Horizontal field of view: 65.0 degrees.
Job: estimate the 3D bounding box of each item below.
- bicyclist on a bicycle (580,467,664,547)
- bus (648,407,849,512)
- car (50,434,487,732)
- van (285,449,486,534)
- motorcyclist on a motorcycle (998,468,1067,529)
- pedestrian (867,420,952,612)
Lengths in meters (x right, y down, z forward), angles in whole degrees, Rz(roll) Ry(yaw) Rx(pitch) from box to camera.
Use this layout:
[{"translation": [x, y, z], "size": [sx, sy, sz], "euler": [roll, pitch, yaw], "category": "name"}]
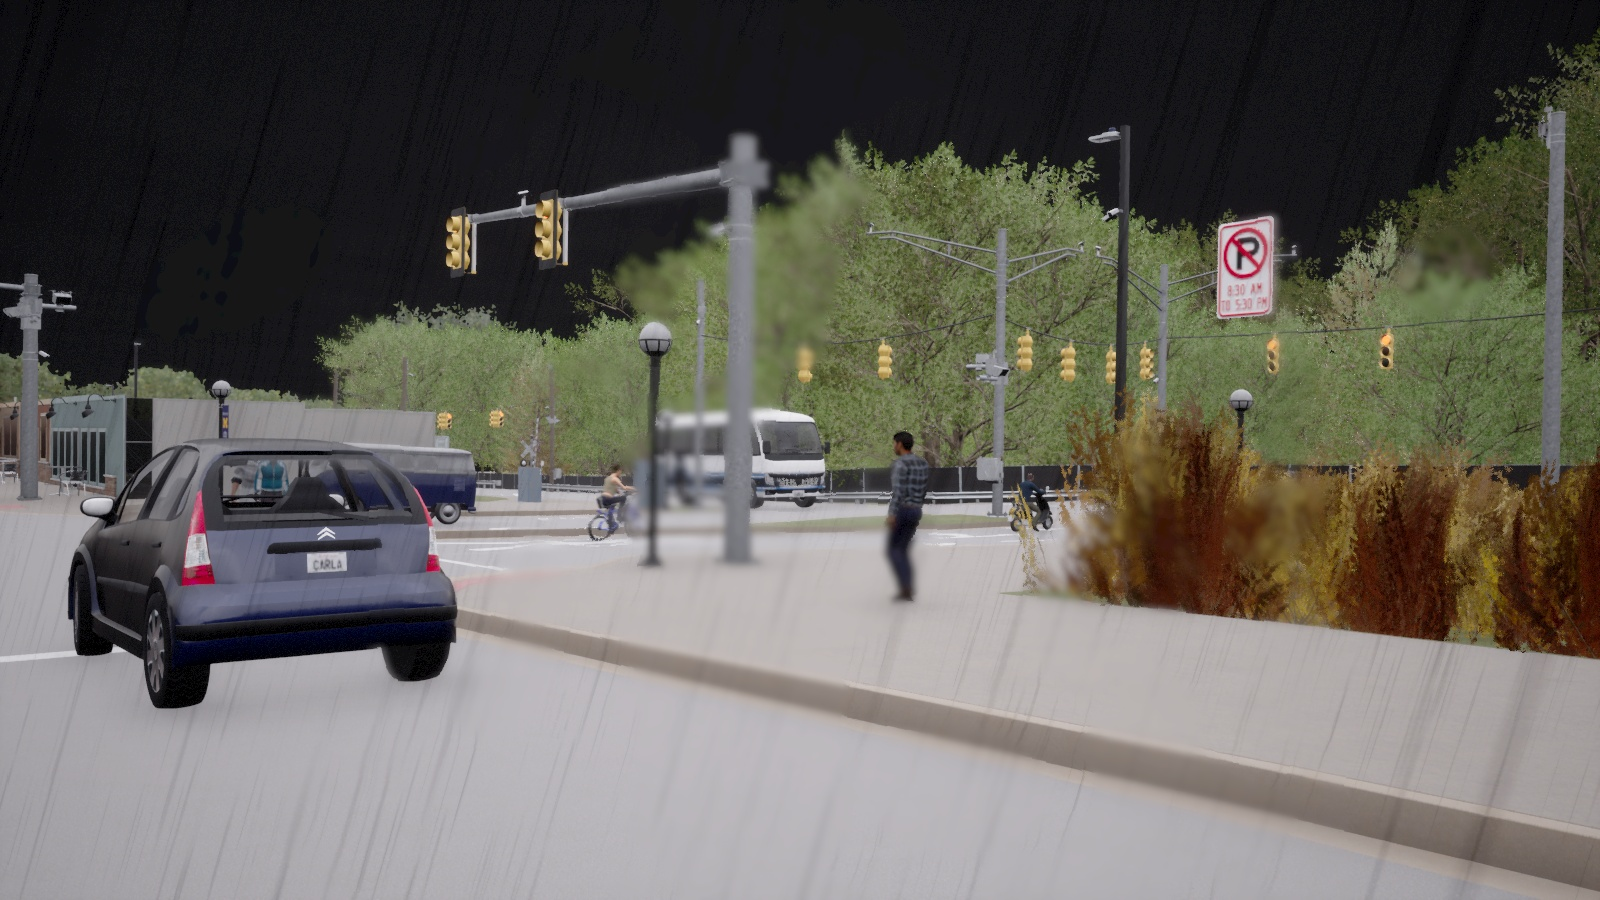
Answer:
[{"translation": [-3.718, 1.172, 26.273], "size": [1.509, 1.612, 0.866], "euler": [1, -1, -40], "category": "bicyclist on a bicycle"}, {"translation": [-2.557, 0.479, 56.288], "size": [3.944, 4.253, 10.273], "euler": [-1, -1, -35], "category": "bus"}, {"translation": [-3.969, 0.760, 8.959], "size": [1.851, 1.617, 3.988], "euler": [-1, -1, -38], "category": "car"}, {"translation": [-10.428, 1.055, 31.788], "size": [4.442, 1.987, 1.775], "euler": [2, -2, -41], "category": "van"}, {"translation": [6.380, 1.320, 34.445], "size": [1.817, 1.590, 0.866], "euler": [-1, 0, -39], "category": "motorcyclist on a motorcycle"}, {"translation": [1.141, 0.666, 13.148], "size": [0.788, 1.949, 0.423], "euler": [1, 1, 44], "category": "pedestrian"}]
